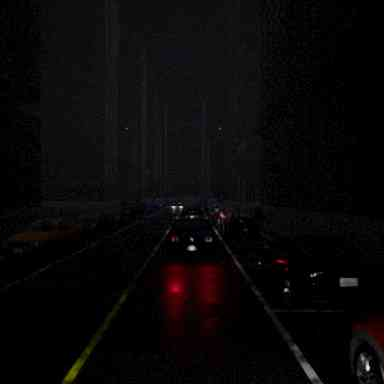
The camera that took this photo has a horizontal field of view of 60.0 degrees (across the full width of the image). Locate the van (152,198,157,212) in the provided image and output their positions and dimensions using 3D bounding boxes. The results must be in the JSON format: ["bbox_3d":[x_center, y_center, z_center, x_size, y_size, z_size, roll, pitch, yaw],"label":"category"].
[{"bbox_3d":[-5.770,1.742,41.971,1.690,1.788,3.998,0,-1,0],"label":"van"}]

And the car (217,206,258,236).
[{"bbox_3d":[2.759,1.734,19.270,2.008,1.369,4.403,0,-1,0],"label":"car"}]

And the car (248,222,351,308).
[{"bbox_3d":[2.760,1.641,7.915,1.947,1.339,4.313,0,-1,0],"label":"car"}]

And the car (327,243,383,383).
[{"bbox_3d":[2.761,1.462,2.239,1.967,1.590,4.097,0,-1,0],"label":"car"}]

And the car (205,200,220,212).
[{"bbox_3d":[2.756,1.897,36.302,2.008,1.369,4.403,0,-1,0],"label":"car"}]

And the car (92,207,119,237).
[{"bbox_3d":[-5.766,1.765,19.260,1.802,1.307,4.206,0,-1,0],"label":"car"}]

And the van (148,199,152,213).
[{"bbox_3d":[-5.769,1.687,36.294,1.690,1.788,3.998,0,-1,0],"label":"van"}]

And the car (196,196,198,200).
[{"bbox_3d":[2.750,2.054,76.045,2.192,1.841,5.009,0,-1,0],"label":"car"}]

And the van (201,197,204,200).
[{"bbox_3d":[2.754,1.854,53.336,1.690,1.788,3.998,0,-1,0],"label":"van"}]

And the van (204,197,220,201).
[{"bbox_3d":[2.755,1.743,41.982,1.690,1.788,3.998,0,-1,0],"label":"van"}]

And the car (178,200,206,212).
[{"bbox_3d":[0.000,1.787,29.302,1.837,1.490,4.892,0,0,0],"label":"car"}]

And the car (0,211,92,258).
[{"bbox_3d":[-5.766,1.653,13.413,1.752,1.417,4.829,0,-1,0],"label":"car"}]

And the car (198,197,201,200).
[{"bbox_3d":[2.752,2.066,64.689,1.967,1.590,4.097,0,-1,0],"label":"car"}]

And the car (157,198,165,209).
[{"bbox_3d":[-5.771,2.095,53.323,1.802,1.307,4.206,0,-1,0],"label":"car"}]

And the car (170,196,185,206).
[{"bbox_3d":[-3.010,2.165,68.929,1.837,1.490,4.892,0,0,0],"label":"car"}]

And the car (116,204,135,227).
[{"bbox_3d":[-5.767,1.819,24.937,1.802,1.307,4.206,0,-1,0],"label":"car"}]

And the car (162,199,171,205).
[{"bbox_3d":[-5.774,2.262,75.862,1.752,1.417,4.829,0,-1,0],"label":"car"}]

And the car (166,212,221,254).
[{"bbox_3d":[0.000,1.735,14.103,1.895,1.301,4.718,0,-1,0],"label":"car"}]

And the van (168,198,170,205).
[{"bbox_3d":[-5.774,2.023,70.357,1.690,1.788,3.998,0,-1,0],"label":"van"}]

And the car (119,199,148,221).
[{"bbox_3d":[-5.768,1.607,30.617,2.192,1.841,5.009,0,-1,0],"label":"car"}]

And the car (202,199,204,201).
[{"bbox_3d":[2.755,2.002,47.657,1.887,1.381,4.507,0,-1,0],"label":"car"}]

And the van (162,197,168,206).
[{"bbox_3d":[-5.772,1.910,59.003,1.690,1.788,3.998,0,-1,0],"label":"van"}]

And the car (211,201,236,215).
[{"bbox_3d":[2.758,1.678,24.948,1.967,1.590,4.097,0,-1,0],"label":"car"}]
